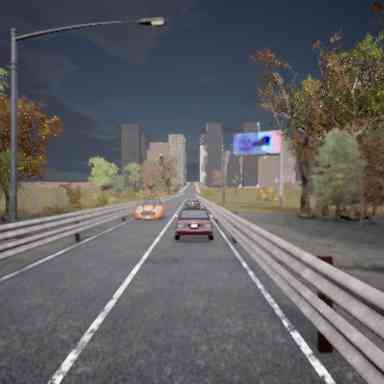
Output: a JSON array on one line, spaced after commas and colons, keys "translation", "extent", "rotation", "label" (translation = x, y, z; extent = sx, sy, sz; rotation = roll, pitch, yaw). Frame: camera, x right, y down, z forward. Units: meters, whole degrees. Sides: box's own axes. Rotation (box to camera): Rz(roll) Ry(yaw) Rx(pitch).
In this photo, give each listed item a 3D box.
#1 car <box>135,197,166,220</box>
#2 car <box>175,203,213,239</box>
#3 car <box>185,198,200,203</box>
[{"translation": [-3.358, 1.333, 27.598], "extent": [2.097, 1.767, 4.553], "rotation": [0, 0, 0], "label": "car"}, {"translation": [0.098, 1.535, 17.225], "extent": [2.033, 1.411, 5.357], "rotation": [0, 0, 0], "label": "car"}, {"translation": [0.072, 1.461, 42.767], "extent": [2.128, 1.511, 4.902], "rotation": [0, 0, 0], "label": "car"}]
